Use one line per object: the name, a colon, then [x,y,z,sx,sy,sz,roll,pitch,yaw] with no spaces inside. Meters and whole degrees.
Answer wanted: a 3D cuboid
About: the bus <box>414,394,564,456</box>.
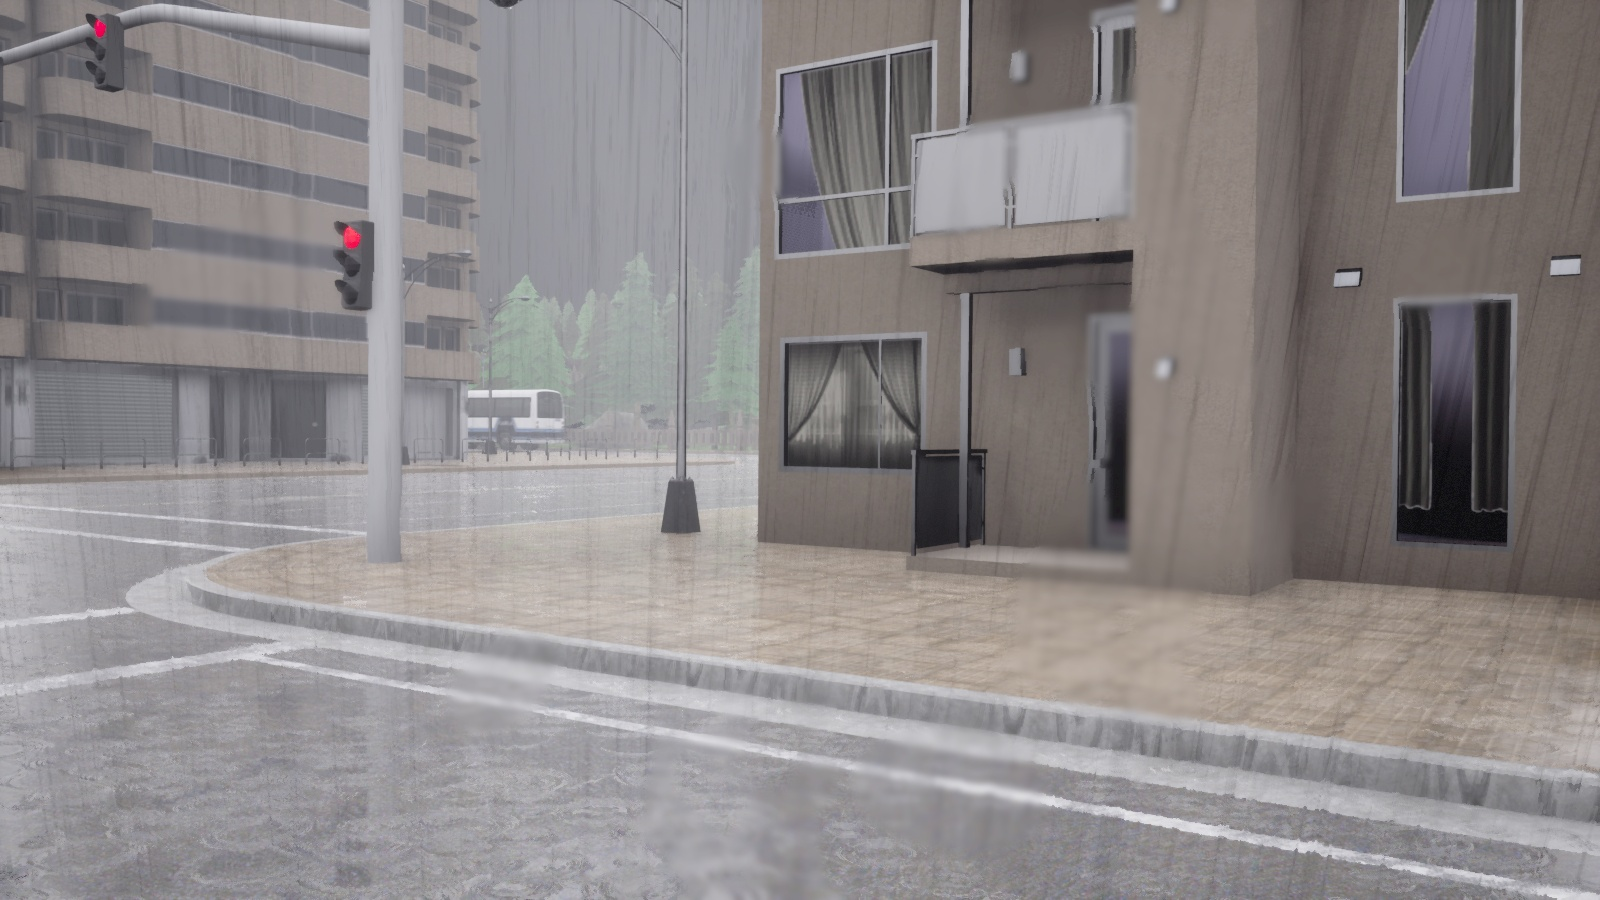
bus: [-22.194,-1.721,89.467,10.273,4.253,3.944,0,1,28]
